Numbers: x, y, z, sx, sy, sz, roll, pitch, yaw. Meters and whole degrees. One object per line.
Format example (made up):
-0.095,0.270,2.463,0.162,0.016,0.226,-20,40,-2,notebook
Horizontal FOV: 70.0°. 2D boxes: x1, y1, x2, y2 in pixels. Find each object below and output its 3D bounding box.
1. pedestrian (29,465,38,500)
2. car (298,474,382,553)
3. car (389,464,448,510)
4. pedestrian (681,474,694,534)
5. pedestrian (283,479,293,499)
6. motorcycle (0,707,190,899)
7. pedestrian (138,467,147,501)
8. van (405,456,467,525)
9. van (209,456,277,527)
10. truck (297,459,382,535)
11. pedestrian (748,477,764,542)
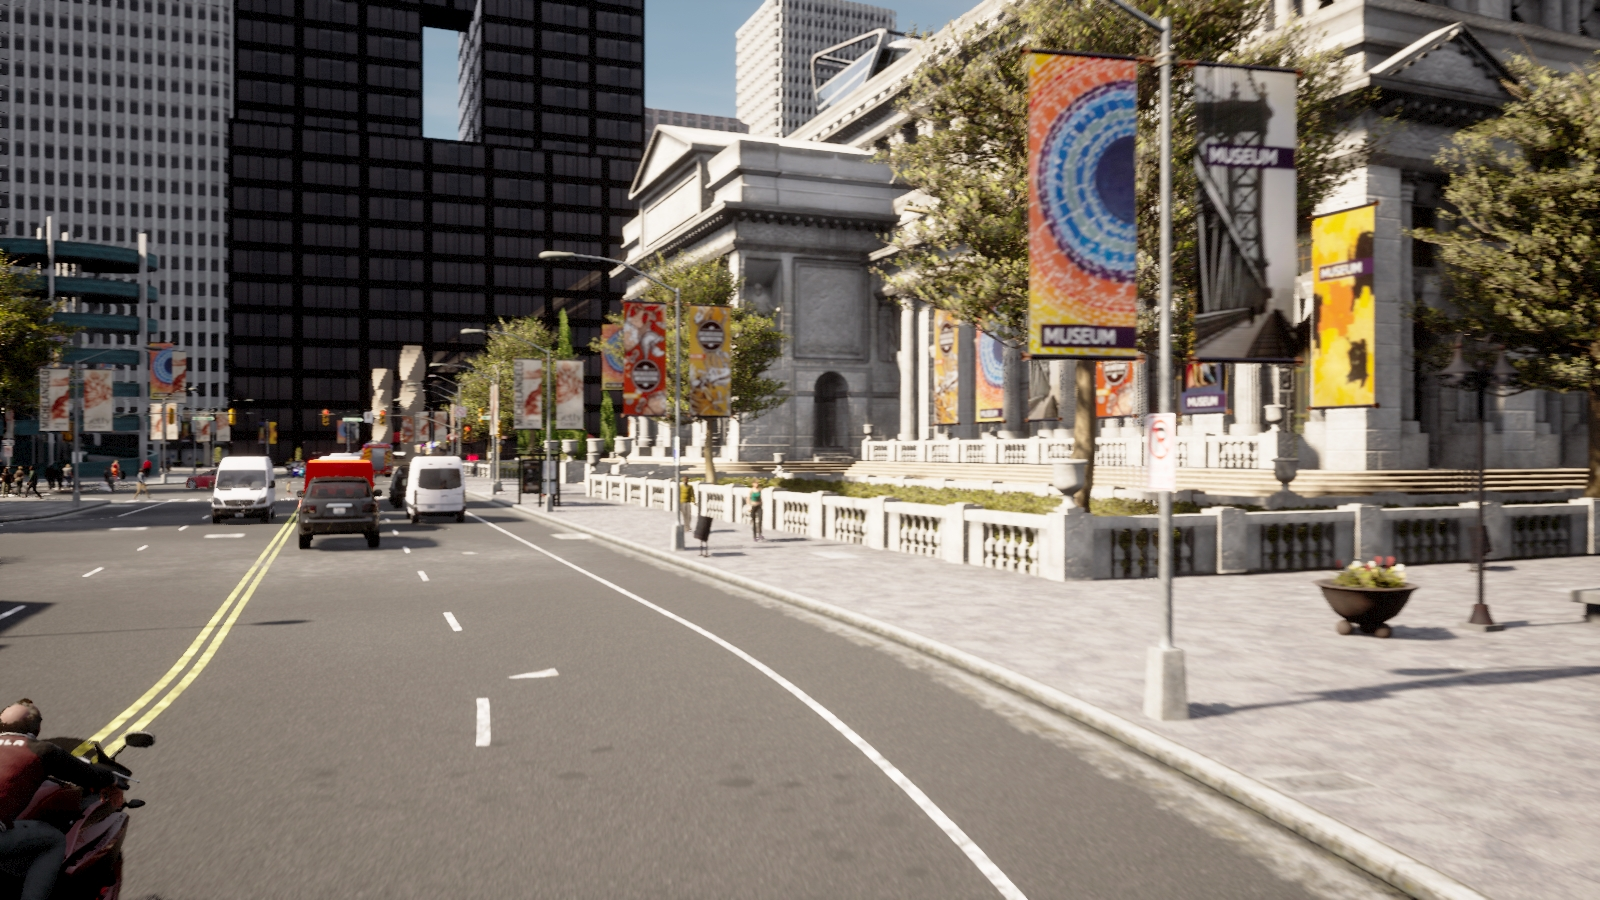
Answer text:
-40.946,1.718,61.029,0.375,1.860,0.375,0,0,-26,pedestrian
-13.727,1.787,34.162,2.150,2.045,5.566,0,0,-22,car
-19.031,1.764,56.796,2.390,2.098,6.274,0,0,-22,car
-3.567,1.698,36.180,0.375,1.860,0.375,0,0,-10,pedestrian
-29.259,2.244,65.312,0.500,1.100,0.500,0,0,-20,pedestrian
-4.035,2.207,5.879,0.867,1.251,2.209,0,0,-8,motorcycle
-36.484,1.868,63.369,0.375,1.860,0.375,0,0,-17,pedestrian
-14.701,1.542,45.936,1.988,2.561,5.915,0,0,-22,van
-21.947,1.546,45.208,1.988,2.561,5.915,0,0,-22,van
-16.411,1.577,40.797,2.627,2.467,5.204,0,0,-22,truck
-1.259,1.699,32.709,0.375,1.860,0.375,0,0,-14,pedestrian
